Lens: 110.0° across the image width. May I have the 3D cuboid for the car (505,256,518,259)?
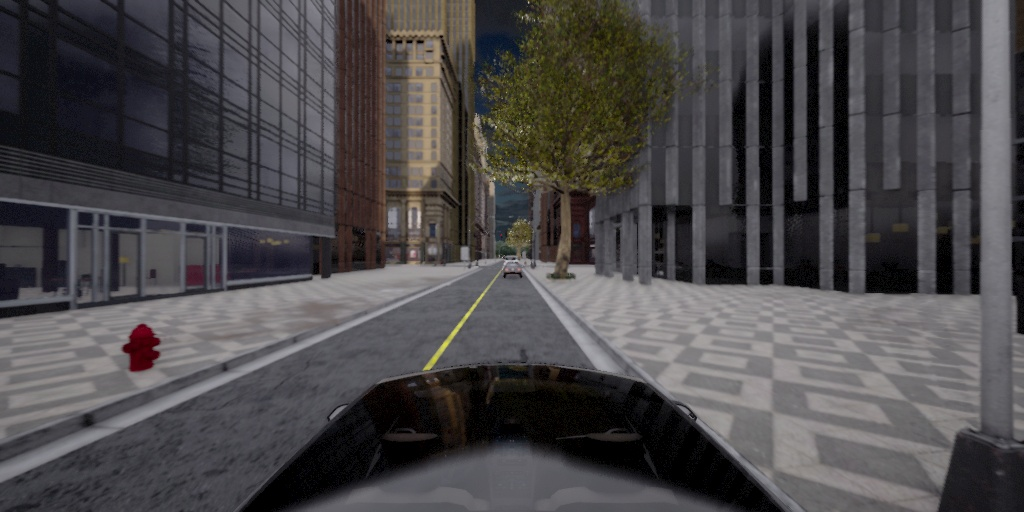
[{"bbox_3d":[-0.002,1.009,51.693,2.150,2.045,5.566,0,0,4],"label":"car"}]

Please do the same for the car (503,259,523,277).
[{"bbox_3d":[0.077,1.322,35.963,2.033,1.411,5.357,0,0,0],"label":"car"}]
